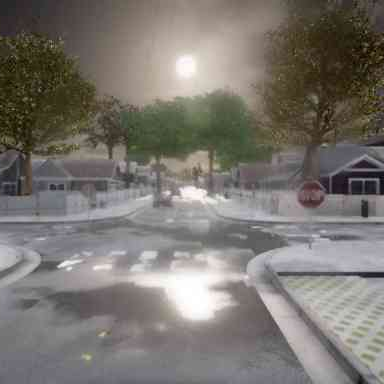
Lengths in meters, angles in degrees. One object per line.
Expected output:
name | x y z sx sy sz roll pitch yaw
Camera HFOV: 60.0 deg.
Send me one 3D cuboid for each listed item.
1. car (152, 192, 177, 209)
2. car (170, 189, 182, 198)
car | -2.753 0.928 32.576 1.895 1.301 4.718 0 1 0
car | -2.755 0.237 58.305 1.882 1.535 5.008 0 1 0
